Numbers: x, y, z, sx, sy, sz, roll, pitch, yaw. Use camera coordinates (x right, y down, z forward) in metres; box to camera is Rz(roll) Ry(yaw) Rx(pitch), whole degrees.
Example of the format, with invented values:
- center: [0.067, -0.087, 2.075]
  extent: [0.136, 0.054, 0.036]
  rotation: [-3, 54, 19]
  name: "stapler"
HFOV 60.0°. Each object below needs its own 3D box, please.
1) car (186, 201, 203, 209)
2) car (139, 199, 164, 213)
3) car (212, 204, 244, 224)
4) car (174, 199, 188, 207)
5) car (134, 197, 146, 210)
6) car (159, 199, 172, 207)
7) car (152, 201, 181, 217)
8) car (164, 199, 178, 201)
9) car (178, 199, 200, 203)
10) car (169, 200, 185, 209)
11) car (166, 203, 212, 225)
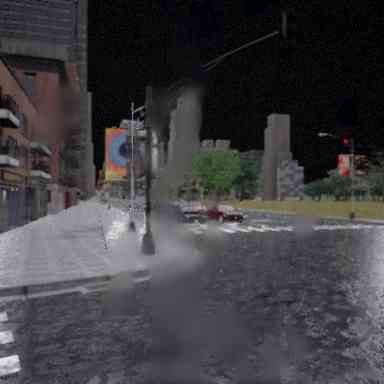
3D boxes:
- center: [0.349, 2.328, 60.858]
  extent: [1.895, 1.301, 4.718]
  rotation: [0, -1, -16]
  name: "car"
- center: [-5.695, 2.111, 46.292]
  extent: [1.994, 1.385, 4.181]
  rotation: [0, -1, -16]
  name: "car"
- center: [2.771, 1.822, 28.767]
  extent: [1.882, 1.535, 5.008]
  rotation: [0, -1, -17]
  name: "car"
- center: [-2.405, 2.223, 70.404]
  extent: [1.882, 1.535, 5.008]
  rotation: [0, -1, -16]
  name: "car"
- center: [-8.603, 1.890, 56.524]
  extent: [2.150, 2.045, 5.566]
  rotation: [0, -1, -16]
  name: "car"
- center: [-5.527, 2.232, 69.503]
  extent: [1.837, 1.490, 4.892]
  rotation: [0, -1, -16]
  name: "car"
- center: [-2.934, 1.998, 36.705]
  extent: [1.994, 1.385, 4.181]
  rotation: [0, -1, -16]
  name: "car"
- center: [-2.422, 2.101, 46.671]
  extent: [2.033, 1.411, 5.357]
  rotation: [0, -1, -16]
  name: "car"
- center: [0.235, 1.798, 37.462]
  extent: [2.097, 1.767, 4.553]
  rotation: [0, -1, -16]
  name: "car"
- center: [-2.765, 2.239, 59.930]
  extent: [1.812, 1.442, 4.674]
  rotation: [0, -1, -16]
  name: "car"
- center: [-0.376, 1.878, 27.855]
  extent: [2.033, 1.411, 5.357]
  rotation: [0, -1, -16]
  name: "car"
